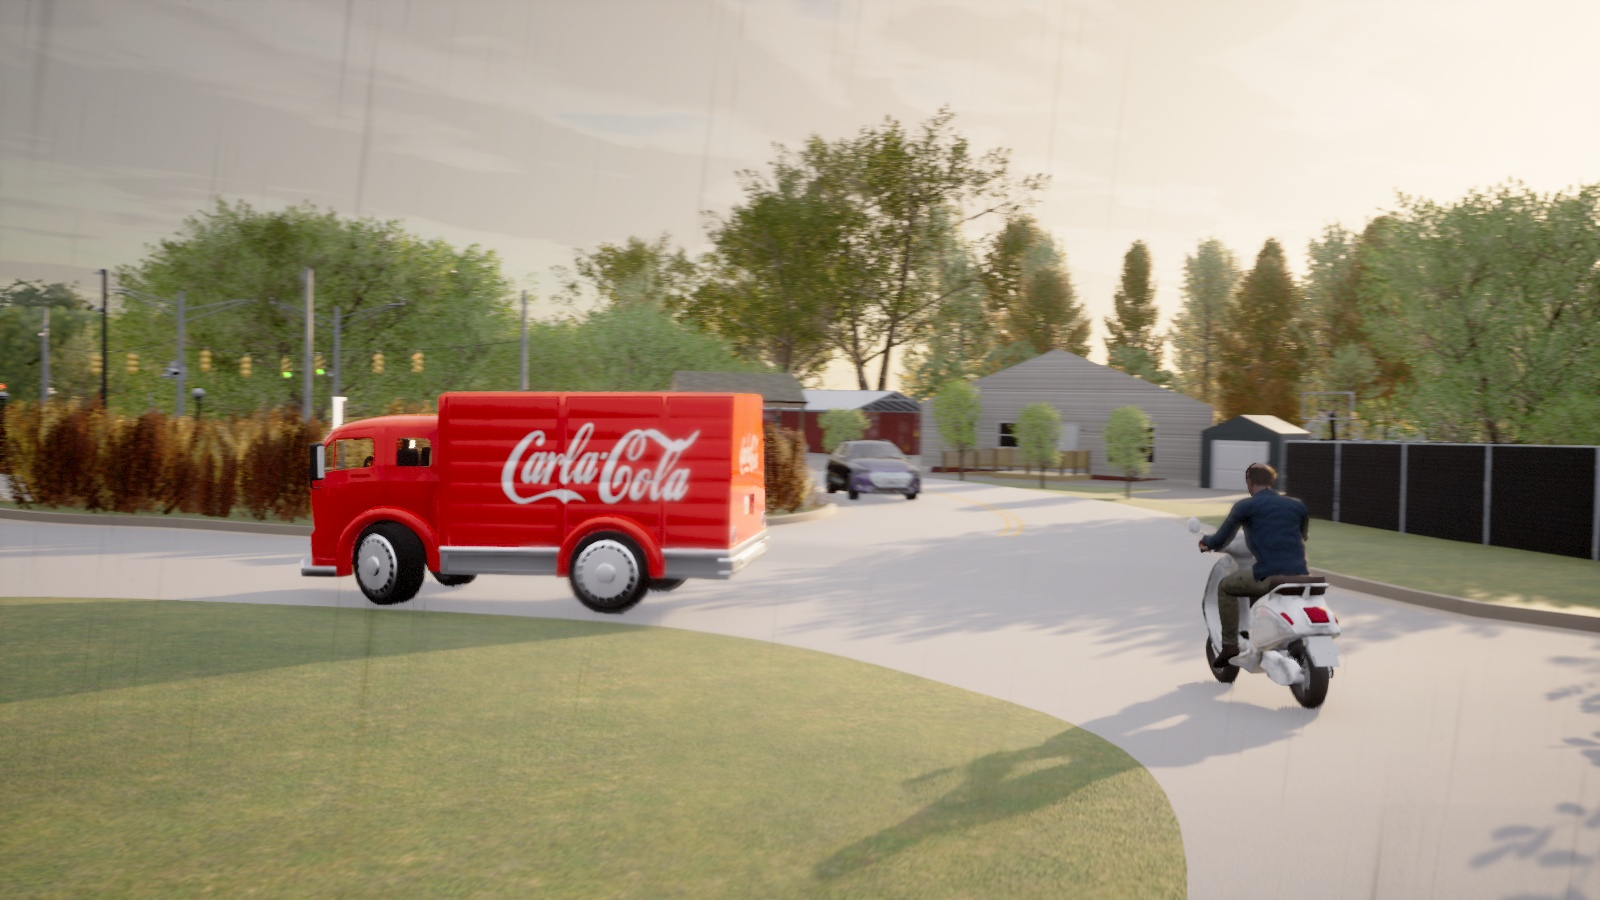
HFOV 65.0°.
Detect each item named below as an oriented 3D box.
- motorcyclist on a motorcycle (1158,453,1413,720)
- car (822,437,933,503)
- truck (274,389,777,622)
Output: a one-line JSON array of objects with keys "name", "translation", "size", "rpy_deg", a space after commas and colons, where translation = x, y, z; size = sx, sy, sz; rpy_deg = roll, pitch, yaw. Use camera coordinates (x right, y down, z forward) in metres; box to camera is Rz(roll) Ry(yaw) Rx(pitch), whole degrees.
[{"name": "motorcyclist on a motorcycle", "translation": [3.186, 0.872, 8.488], "size": [0.866, 1.590, 1.817], "rpy_deg": [-1, -4, -4]}, {"name": "car", "translation": [2.081, 0.502, 35.280], "size": [2.033, 1.649, 4.856], "rpy_deg": [0, 1, -10]}, {"name": "truck", "translation": [-3.077, 0.547, 14.944], "size": [5.204, 2.467, 2.627], "rpy_deg": [0, 2, 9]}]
